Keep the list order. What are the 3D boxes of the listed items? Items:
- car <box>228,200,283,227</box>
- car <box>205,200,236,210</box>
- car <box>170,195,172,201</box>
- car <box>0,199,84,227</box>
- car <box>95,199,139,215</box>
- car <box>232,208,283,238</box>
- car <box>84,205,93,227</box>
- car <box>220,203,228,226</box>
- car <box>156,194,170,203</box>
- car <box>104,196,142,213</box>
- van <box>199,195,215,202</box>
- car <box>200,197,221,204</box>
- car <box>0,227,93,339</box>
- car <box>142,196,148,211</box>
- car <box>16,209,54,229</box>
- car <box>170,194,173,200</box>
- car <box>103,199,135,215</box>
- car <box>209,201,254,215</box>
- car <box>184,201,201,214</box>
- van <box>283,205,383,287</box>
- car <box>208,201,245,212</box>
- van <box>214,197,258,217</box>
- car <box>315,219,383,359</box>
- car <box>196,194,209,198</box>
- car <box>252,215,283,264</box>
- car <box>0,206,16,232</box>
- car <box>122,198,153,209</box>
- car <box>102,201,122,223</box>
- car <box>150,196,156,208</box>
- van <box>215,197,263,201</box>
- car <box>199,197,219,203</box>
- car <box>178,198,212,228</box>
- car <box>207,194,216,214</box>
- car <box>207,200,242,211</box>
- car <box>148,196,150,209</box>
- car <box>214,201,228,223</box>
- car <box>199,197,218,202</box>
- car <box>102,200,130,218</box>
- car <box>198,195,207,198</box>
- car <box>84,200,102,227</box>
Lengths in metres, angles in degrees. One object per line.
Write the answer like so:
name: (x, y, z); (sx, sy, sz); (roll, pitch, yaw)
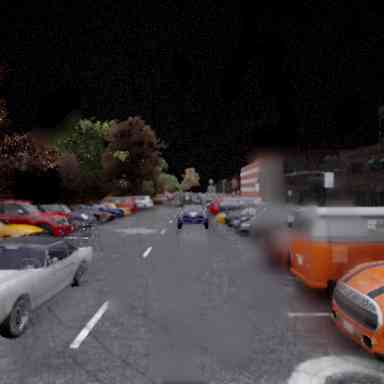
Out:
car: (4.559, 1.529, 18.870); (4.553, 1.767, 2.185); (0, 0, 0)
car: (4.491, 1.964, 52.126); (4.674, 1.452, 2.002); (-1, 0, 0)
car: (-8.257, 1.964, 83.803); (5.008, 1.535, 2.097); (0, 0, 0)
car: (-8.523, 1.378, 16.063); (5.566, 2.045, 2.435); (0, -1, 0)
car: (-8.534, 1.687, 38.340); (4.553, 1.767, 2.185); (0, 0, 0)
car: (4.527, 1.670, 16.086); (4.674, 1.452, 2.002); (0, -1, 0)
car: (-8.559, 1.655, 18.845); (4.892, 1.521, 2.231); (0, -1, 0)
car: (4.520, 1.679, 21.653); (4.892, 1.521, 2.231); (0, 0, 0)
car: (-8.236, 1.822, 81.104); (4.553, 1.767, 2.185); (0, 0, 0)
car: (-8.591, 1.539, 35.432); (5.566, 2.045, 2.435); (0, 0, 0)
van: (4.224, 1.809, 95.243); (4.442, 1.987, 1.878); (0, 0, 0)
car: (4.304, 1.971, 78.287); (4.674, 1.452, 2.002); (0, 0, 0)
car: (-3.605, 1.667, 6.796); (1.895, 1.301, 4.718); (0, -1, 0)
car: (-8.600, 1.731, 43.785); (4.553, 1.767, 2.185); (0, 0, 0)
car: (-8.553, 1.605, 13.274); (5.008, 1.535, 2.097); (0, -1, 0)
car: (-8.255, 2.001, 89.574); (4.892, 1.521, 2.231); (0, 0, 0)
car: (-8.747, 1.765, 32.645); (5.366, 1.575, 1.946); (0, 0, 0)
car: (4.522, 1.814, 38.352); (4.892, 1.521, 2.231); (0, 0, 0)
car: (0.073, 1.906, 41.557); (2.033, 1.411, 5.357); (0, 0, 0)
van: (4.652, 1.328, 7.675); (4.442, 1.987, 1.878); (0, -1, 0)
car: (4.509, 1.898, 43.918); (4.674, 1.452, 2.002); (0, 0, 0)
van: (4.633, 1.564, 35.446); (4.442, 1.987, 1.878); (0, 0, 0)
car: (4.568, 1.403, 4.954); (4.553, 1.767, 2.185); (0, -1, 0)
car: (4.132, 1.963, 83.939); (5.366, 1.575, 1.946); (0, 0, 0)
car: (4.562, 1.610, 10.520); (4.792, 1.488, 2.163); (0, -1, 0)
car: (-8.515, 1.454, 10.491); (4.553, 1.767, 2.185); (0, -1, 0)
car: (-8.543, 1.799, 52.265); (4.553, 1.767, 2.185); (0, 0, 0)
car: (-8.528, 1.753, 27.199); (4.792, 1.488, 2.163); (0, 0, 0)
car: (-8.601, 1.651, 49.481); (5.566, 2.045, 2.435); (0, 0, 0)
van: (4.637, 1.521, 30.004); (4.442, 1.987, 1.878); (0, 0, 0)
car: (4.329, 1.983, 86.765); (5.008, 1.535, 2.097); (0, 0, 0)
car: (0.084, 1.572, 24.246); (2.097, 1.767, 4.553); (0, 0, 0)
car: (4.547, 1.517, 32.788); (5.566, 2.045, 2.435); (0, 0, 0)
car: (4.480, 1.909, 46.701); (4.792, 1.488, 2.163); (0, 0, 0)
car: (-8.601, 1.753, 46.570); (4.553, 1.767, 2.185); (0, 0, 0)
car: (4.529, 1.725, 27.219); (4.892, 1.521, 2.231); (0, 0, 0)
car: (4.324, 2.000, 89.590); (5.008, 1.535, 2.097); (0, 0, 0)
car: (-8.565, 1.746, 29.985); (5.008, 1.535, 2.097); (0, 0, 0)
car: (4.271, 1.944, 75.461); (4.792, 1.488, 2.163); (0, 0, 0)
car: (-8.585, 1.552, 21.632); (4.553, 1.767, 2.185); (0, 0, 0)
